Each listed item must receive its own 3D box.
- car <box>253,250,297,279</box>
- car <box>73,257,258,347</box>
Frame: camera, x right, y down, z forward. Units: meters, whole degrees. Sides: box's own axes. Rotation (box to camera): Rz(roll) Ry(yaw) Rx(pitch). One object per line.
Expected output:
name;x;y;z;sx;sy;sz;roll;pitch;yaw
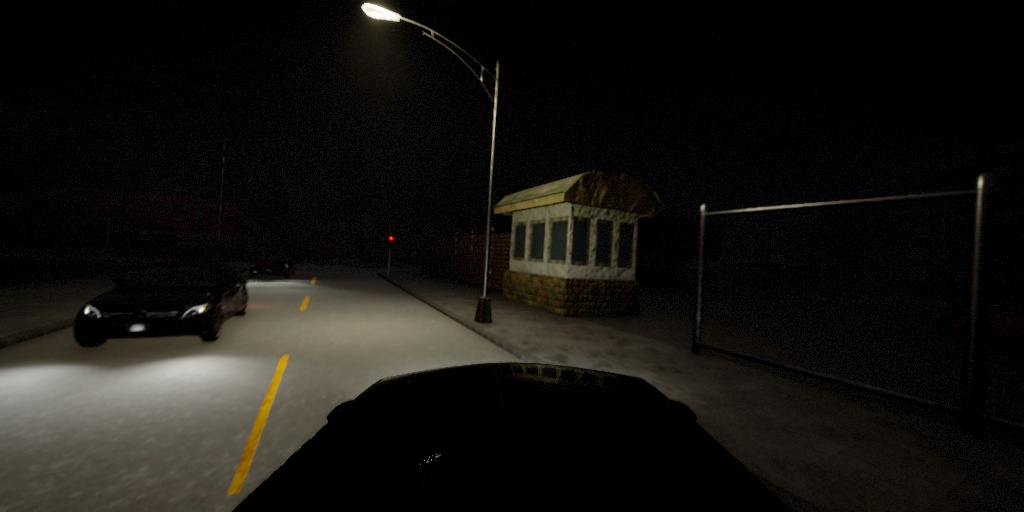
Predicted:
car;-14.002;0.427;21.254;1.882;1.535;5.008;4;0;-27
car;-7.221;0.849;7.959;1.812;1.442;4.674;4;0;-28
